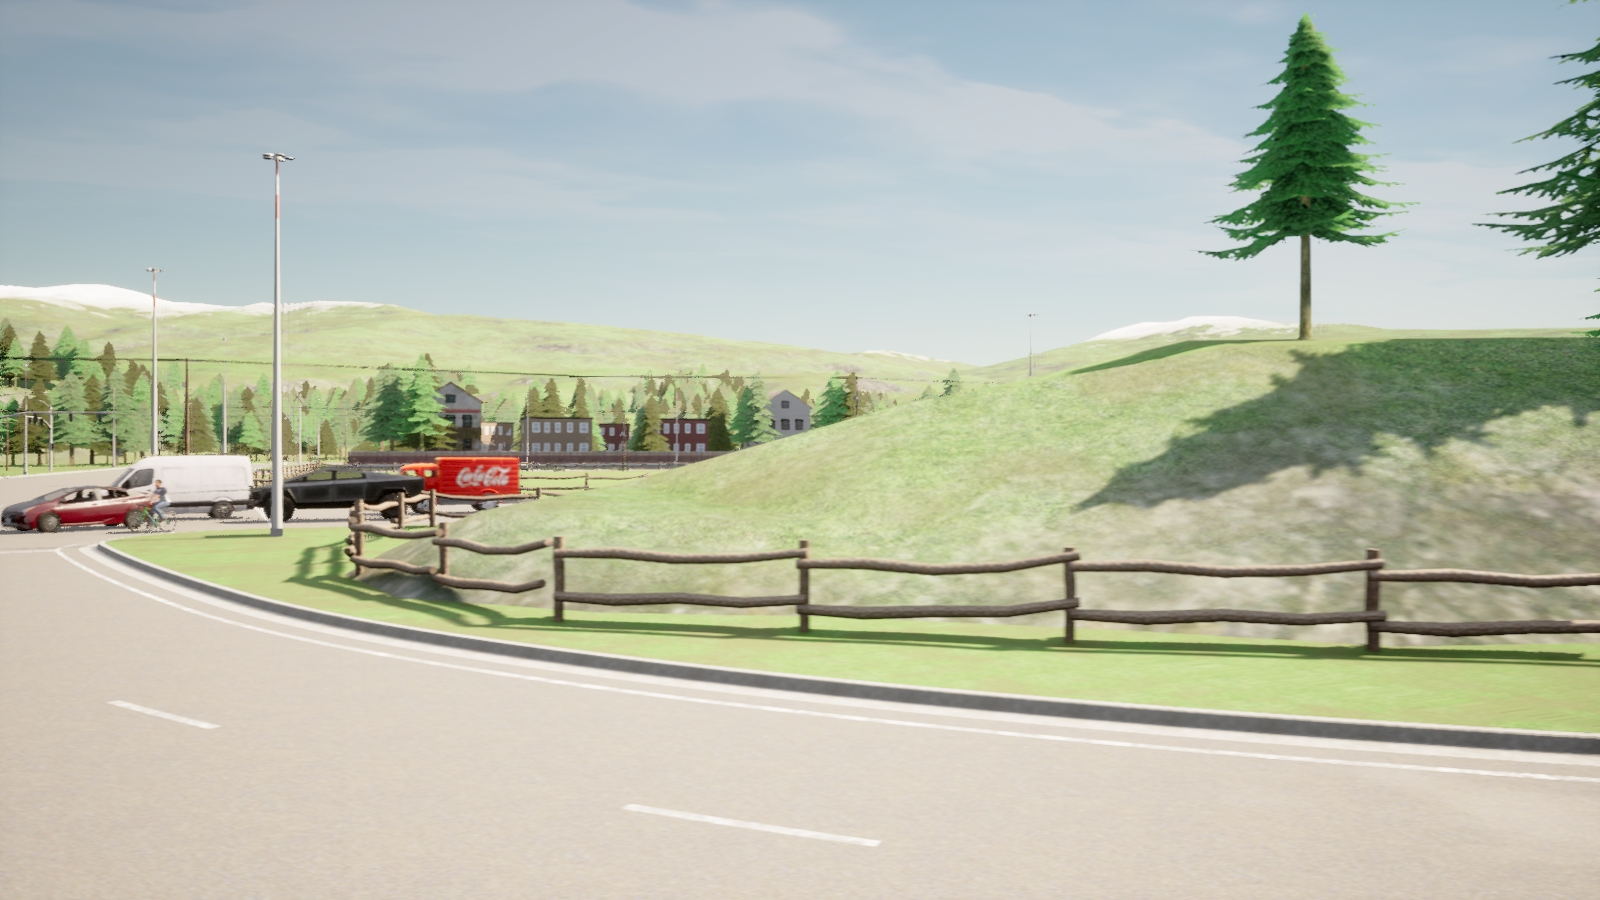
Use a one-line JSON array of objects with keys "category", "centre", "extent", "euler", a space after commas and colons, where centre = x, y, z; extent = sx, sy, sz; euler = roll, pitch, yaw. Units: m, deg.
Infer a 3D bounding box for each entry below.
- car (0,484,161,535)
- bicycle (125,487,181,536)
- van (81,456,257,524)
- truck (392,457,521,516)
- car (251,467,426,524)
[{"category": "car", "centre": [-24.957, 2.019, 39.612], "extent": [2.007, 1.525, 4.514], "euler": [0, 0, 32]}, {"category": "bicycle", "centre": [-21.567, 2.038, 38.121], "extent": [0.373, 1.496, 1.643], "euler": [4, 2, 29]}, {"category": "van", "centre": [-24.994, 1.513, 45.354], "extent": [5.915, 2.561, 1.988], "euler": [0, -1, -36]}, {"category": "truck", "centre": [-15.133, 1.550, 50.316], "extent": [5.204, 2.467, 2.627], "euler": [0, 0, -22]}, {"category": "car", "centre": [-18.192, 1.737, 45.248], "extent": [6.274, 2.098, 2.390], "euler": [0, 0, -22]}]
